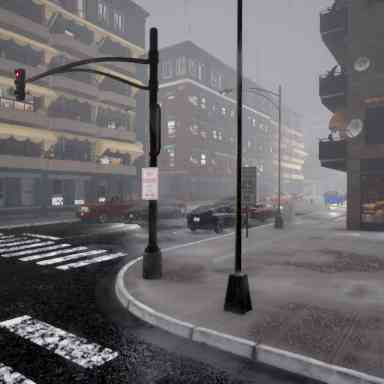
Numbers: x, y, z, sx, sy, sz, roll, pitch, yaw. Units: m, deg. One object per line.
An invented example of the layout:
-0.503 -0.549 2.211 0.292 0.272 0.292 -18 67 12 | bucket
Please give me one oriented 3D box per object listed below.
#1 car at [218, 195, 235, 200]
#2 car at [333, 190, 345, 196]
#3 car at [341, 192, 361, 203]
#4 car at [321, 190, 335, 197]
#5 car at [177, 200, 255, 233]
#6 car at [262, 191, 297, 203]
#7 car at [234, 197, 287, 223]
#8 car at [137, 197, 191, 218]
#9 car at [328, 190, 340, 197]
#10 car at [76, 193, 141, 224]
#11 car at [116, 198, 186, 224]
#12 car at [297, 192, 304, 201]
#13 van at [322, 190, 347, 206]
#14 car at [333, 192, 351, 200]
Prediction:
3.676 1.065 31.224 1.837 1.490 4.892 1 1 35 | car
36.253 0.257 82.034 1.802 1.307 4.206 2 2 35 | car
23.858 0.764 49.842 1.887 1.381 4.507 2 2 35 | car
29.845 0.379 72.921 1.887 1.381 4.507 2 2 35 | car
1.426 1.348 17.947 1.947 1.339 4.313 2 2 35 | car
10.943 0.732 41.508 2.097 1.767 4.553 1 1 35 | car
4.631 1.283 22.504 1.802 1.307 4.206 2 2 35 | car
-2.201 1.181 27.356 1.887 1.381 4.507 2 2 35 | car
33.049 0.337 77.478 1.802 1.307 4.206 2 2 35 | car
-5.403 1.031 22.794 2.192 1.841 5.009 2 2 35 | car
-2.621 1.284 22.275 1.994 1.385 4.181 1 1 35 | car
17.026 0.720 54.695 1.947 1.339 4.313 2 2 35 | car
17.452 0.721 40.725 1.690 1.788 3.998 2 2 35 | van
25.897 0.696 57.261 1.895 1.301 4.718 1 1 35 | car
